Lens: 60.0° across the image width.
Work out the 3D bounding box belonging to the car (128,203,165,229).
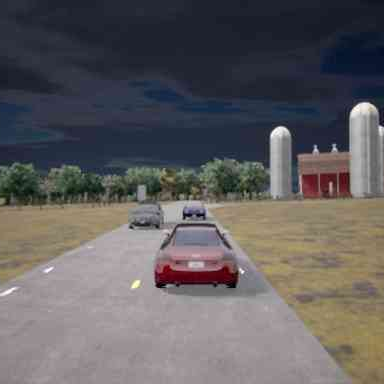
[{"bbox_3d":[-2.782,1.472,21.152,1.837,1.490,4.892,0,0,0],"label":"car"}]

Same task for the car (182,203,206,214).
[{"bbox_3d":[0.181,1.569,28.132,1.895,1.301,4.718,0,0,0],"label":"car"}]

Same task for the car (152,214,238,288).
[{"bbox_3d":[0.111,1.547,9.250,1.994,1.385,4.181,0,0,0],"label":"car"}]
